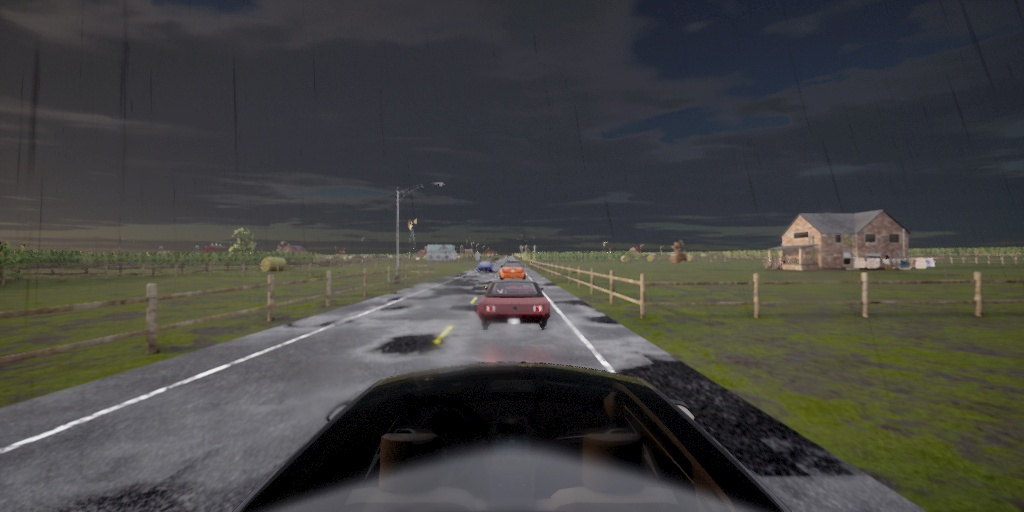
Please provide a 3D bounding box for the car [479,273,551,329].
[{"bbox_3d":[0.073,1.395,11.436,1.895,1.301,4.718,0,0,0],"label":"car"}]

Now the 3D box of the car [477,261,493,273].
[{"bbox_3d":[-3.555,1.407,47.848,1.882,1.535,5.008,0,0,0],"label":"car"}]

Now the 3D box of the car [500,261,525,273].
[{"bbox_3d":[0.069,1.225,30.933,2.097,1.767,4.553,0,0,0],"label":"car"}]
